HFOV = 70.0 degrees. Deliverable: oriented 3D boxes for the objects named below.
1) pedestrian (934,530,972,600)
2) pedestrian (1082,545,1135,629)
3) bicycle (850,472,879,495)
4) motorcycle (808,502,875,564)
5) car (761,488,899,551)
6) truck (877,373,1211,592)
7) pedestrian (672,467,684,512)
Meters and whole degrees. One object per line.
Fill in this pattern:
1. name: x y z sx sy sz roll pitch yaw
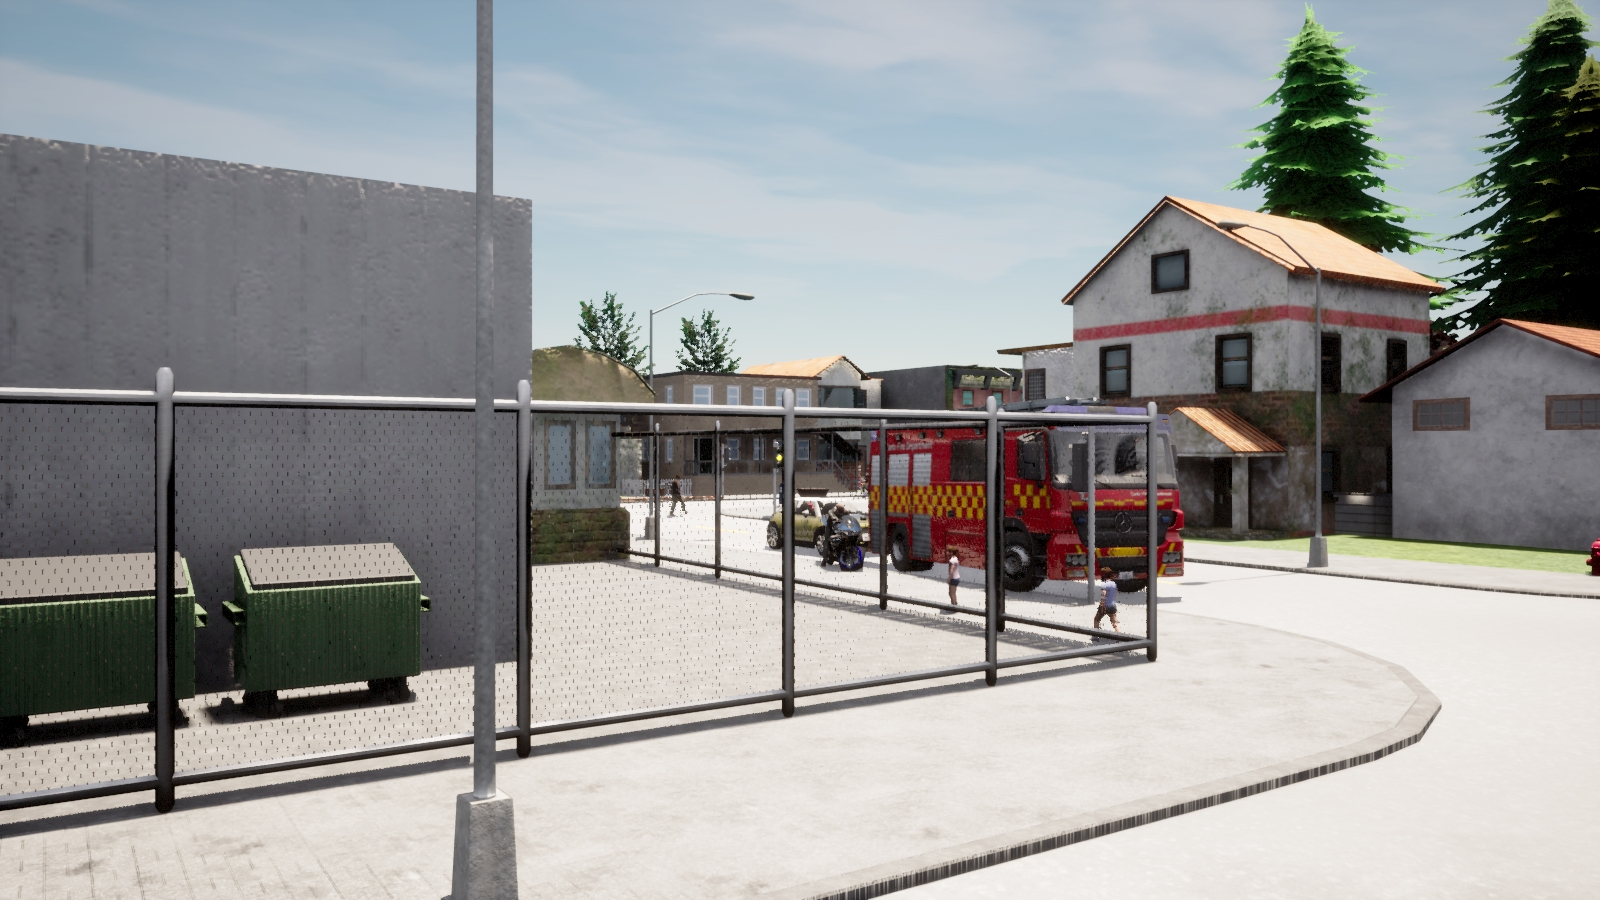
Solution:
1. pedestrian: 2.535 1.895 18.914 0.500 1.100 0.500 0 0 25
2. pedestrian: 4.297 1.896 15.910 0.500 1.100 0.500 0 0 -30
3. bicycle: 3.714 1.940 65.827 1.835 1.271 0.329 0 0 -33
4. motorcycle: 0.923 1.872 26.186 0.867 1.251 2.209 0 0 -17
5. car: 0.752 1.845 31.311 1.970 1.475 3.806 0 0 -33
6. truck: 4.716 0.674 24.454 2.891 3.827 8.468 1 -1 -20
7. pedestrian: -5.064 1.628 47.399 0.375 1.860 0.375 0 0 -39
